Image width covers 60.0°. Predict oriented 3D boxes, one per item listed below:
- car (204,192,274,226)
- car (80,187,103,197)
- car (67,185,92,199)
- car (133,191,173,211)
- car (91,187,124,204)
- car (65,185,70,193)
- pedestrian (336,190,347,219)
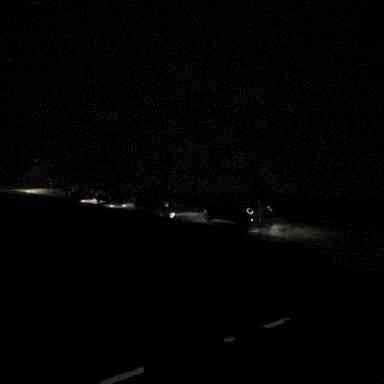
[{"bbox_3d":[2.734,0.940,20.213,2.097,1.767,4.553,-3,4,-35],"label":"car"},{"bbox_3d":[-15.406,-0.099,50.957,1.895,1.301,4.718,-3,4,-35],"label":"car"},{"bbox_3d":[-15.019,0.185,45.386,1.895,1.301,4.718,-3,4,-35],"label":"car"},{"bbox_3d":[-3.466,0.725,28.961,2.128,1.511,4.902,-3,4,-35],"label":"car"},{"bbox_3d":[-9.249,0.407,37.157,1.837,1.490,4.892,-3,4,-35],"label":"car"},{"bbox_3d":[-21.291,-0.506,59.272,2.128,1.511,4.902,-3,4,-35],"label":"car"},{"bbox_3d":[9.410,0.764,21.073,0.375,1.860,0.375,-1,1,-35],"label":"pedestrian"}]
